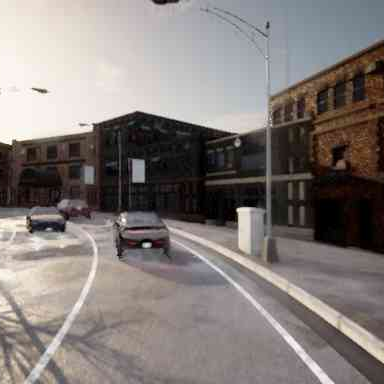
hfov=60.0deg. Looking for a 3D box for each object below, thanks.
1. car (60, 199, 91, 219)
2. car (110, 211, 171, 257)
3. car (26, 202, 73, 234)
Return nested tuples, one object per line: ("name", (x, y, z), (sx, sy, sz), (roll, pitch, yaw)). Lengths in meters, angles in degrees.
("car", (-10.392, 1.343, 28.396), (2.097, 1.767, 4.553), (1, 0, -38))
("car", (-2.116, 1.492, 13.039), (2.128, 1.511, 4.902), (0, 0, -16))
("car", (-8.623, 1.531, 19.514), (2.033, 1.411, 5.357), (0, 0, -28))
